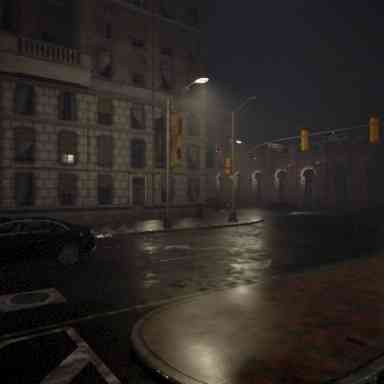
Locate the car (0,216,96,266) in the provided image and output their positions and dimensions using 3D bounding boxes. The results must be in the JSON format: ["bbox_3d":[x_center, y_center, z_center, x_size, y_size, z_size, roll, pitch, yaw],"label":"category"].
[{"bbox_3d":[-5.388,1.492,9.973,4.902,1.511,2.128,0,0,-35],"label":"car"}]

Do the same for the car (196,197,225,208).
[{"bbox_3d":[2.677,1.526,49.506,1.812,1.442,4.674,0,0,-36],"label":"car"}]

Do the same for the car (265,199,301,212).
[{"bbox_3d":[10.525,1.564,38.626,1.994,1.385,4.181,0,0,-36],"label":"car"}]

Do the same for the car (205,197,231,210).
[{"bbox_3d":[3.008,1.491,43.056,2.128,1.511,4.902,0,0,-36],"label":"car"}]

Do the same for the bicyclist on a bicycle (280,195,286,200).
[{"bbox_3d":[15.490,1.301,56.467,1.656,1.620,0.582,0,0,-36],"label":"bicyclist on a bicycle"}]
